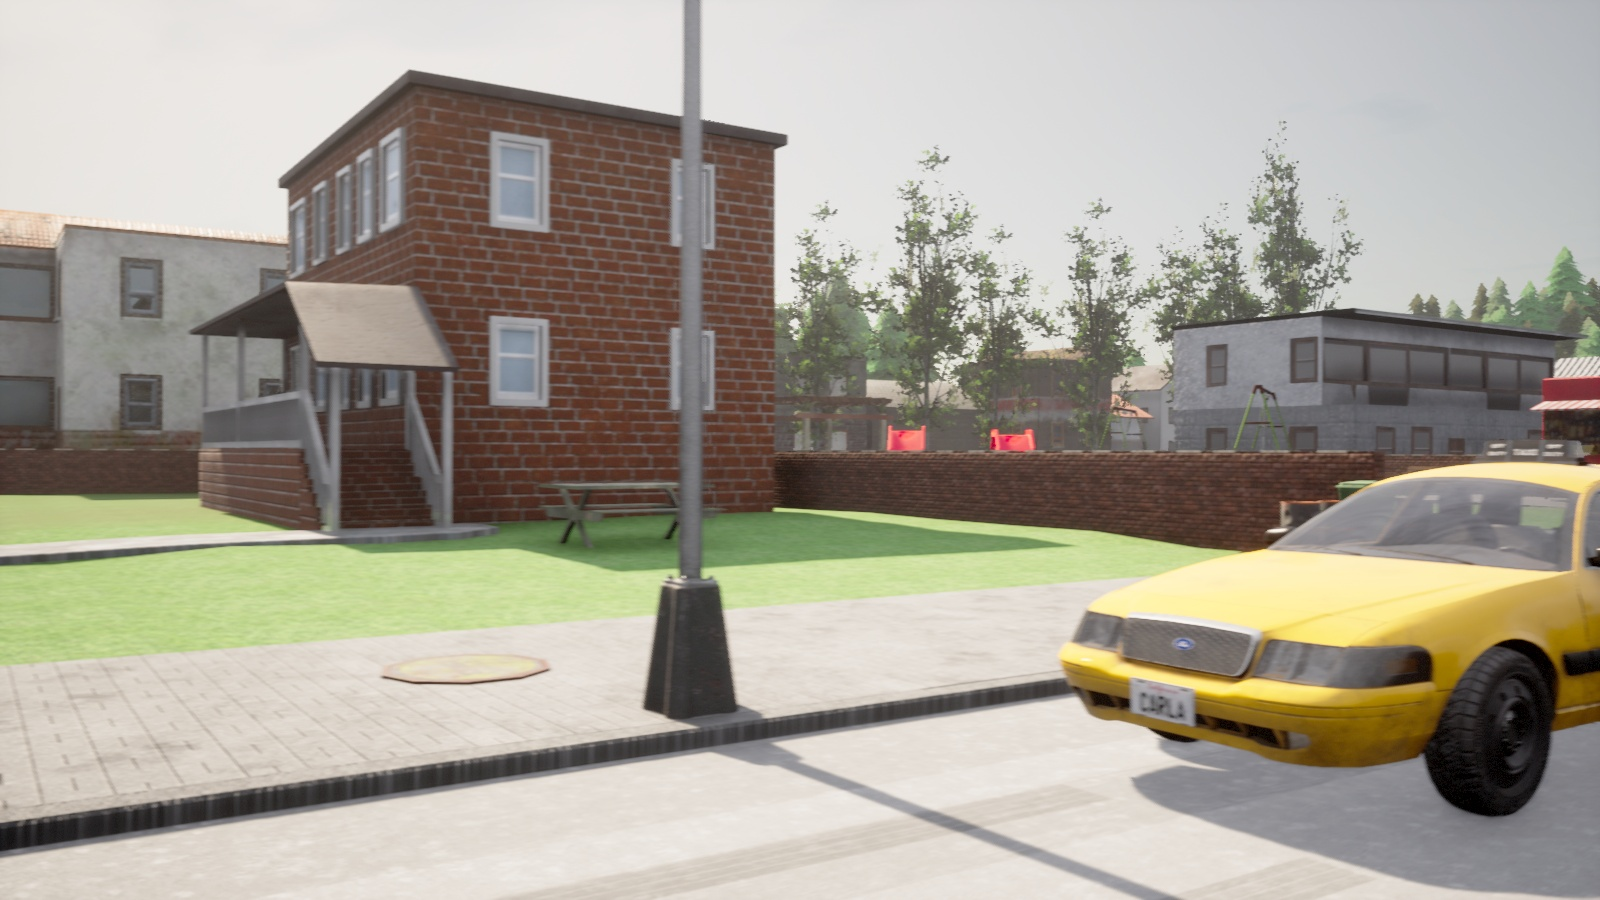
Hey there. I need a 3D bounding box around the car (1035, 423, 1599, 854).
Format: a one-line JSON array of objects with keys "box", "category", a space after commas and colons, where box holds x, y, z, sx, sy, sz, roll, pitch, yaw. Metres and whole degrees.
[{"box": [3.879, 0.694, 6.819, 5.366, 1.575, 1.801, 0, 0, -33], "category": "car"}]
